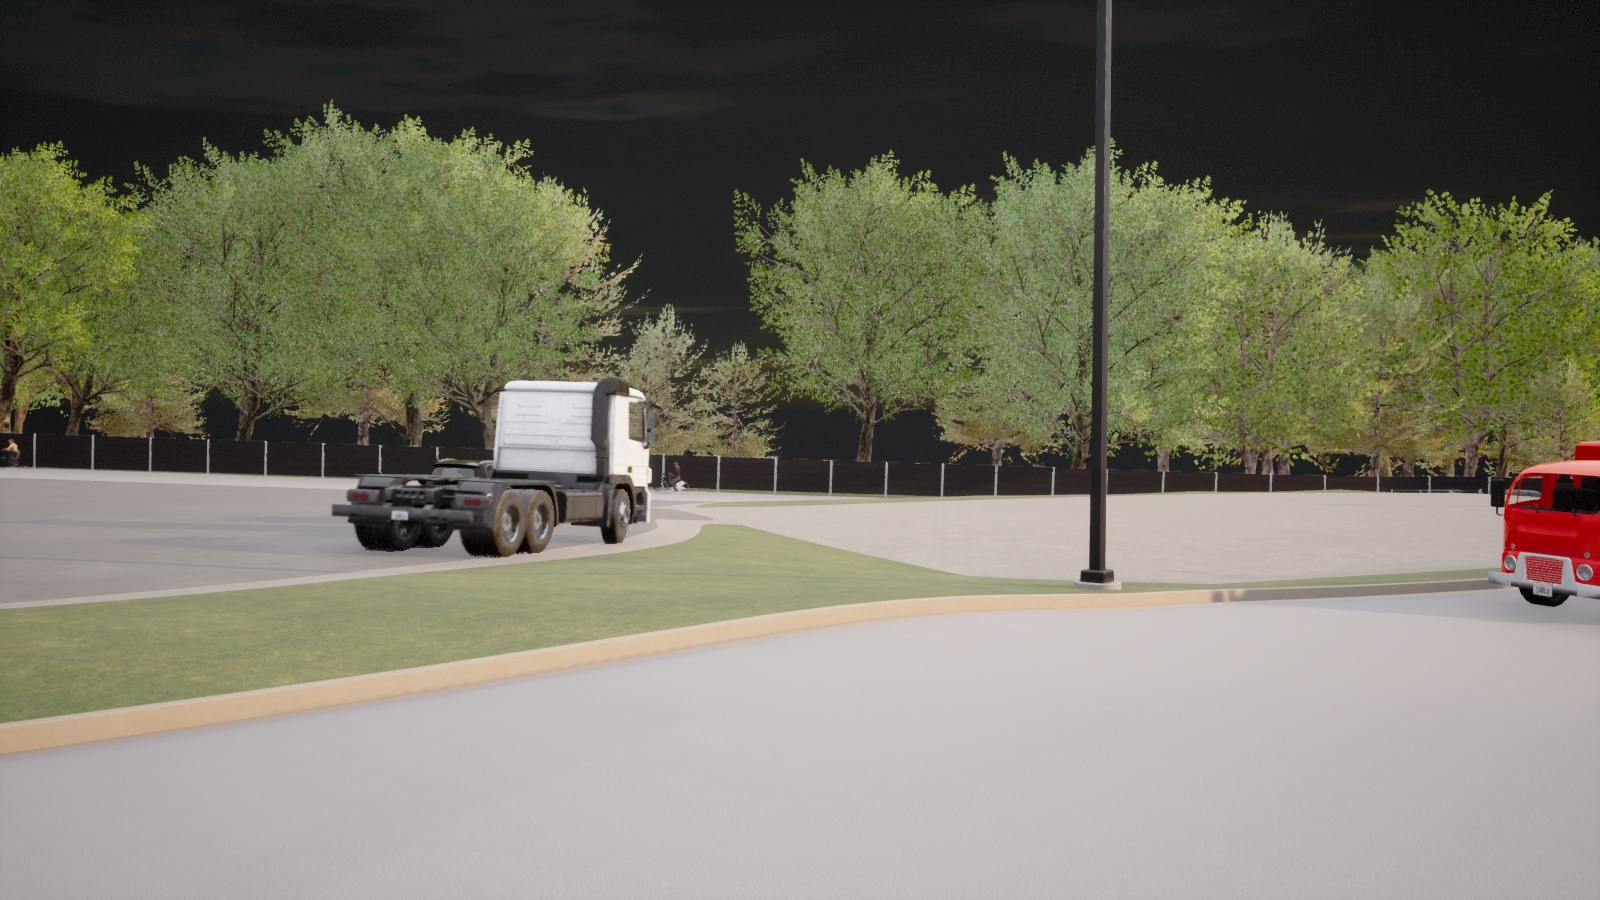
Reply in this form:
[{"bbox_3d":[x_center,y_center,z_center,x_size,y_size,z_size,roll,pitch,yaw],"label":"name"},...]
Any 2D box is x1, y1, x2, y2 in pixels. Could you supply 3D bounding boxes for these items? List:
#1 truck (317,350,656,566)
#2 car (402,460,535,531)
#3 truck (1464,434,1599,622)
[{"bbox_3d":[-5.634,0.188,24.489,2.891,3.462,7.936,2,-1,14],"label":"truck"},{"bbox_3d":[-8.435,1.117,32.454,2.033,1.649,4.856,2,-1,1],"label":"car"},{"bbox_3d":[12.801,1.018,18.328,5.204,2.467,2.627,0,2,-20],"label":"truck"}]
